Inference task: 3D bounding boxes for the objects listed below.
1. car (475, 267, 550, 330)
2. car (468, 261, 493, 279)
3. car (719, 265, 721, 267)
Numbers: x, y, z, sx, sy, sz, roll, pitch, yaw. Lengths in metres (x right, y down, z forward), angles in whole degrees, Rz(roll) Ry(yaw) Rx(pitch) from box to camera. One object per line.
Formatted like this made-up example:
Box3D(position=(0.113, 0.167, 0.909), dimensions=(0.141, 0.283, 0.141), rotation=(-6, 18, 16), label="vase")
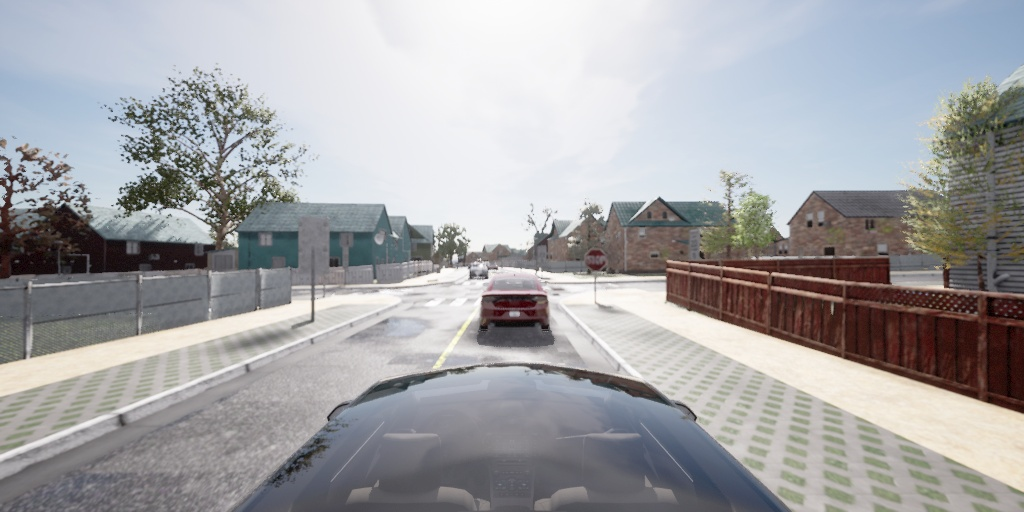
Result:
Box3D(position=(0.082, 1.277, 11.312), dimensions=(1.882, 1.535, 5.008), rotation=(0, 0, 0), label="car")
Box3D(position=(-3.275, 1.492, 35.823), dimensions=(2.128, 1.511, 4.902), rotation=(0, 0, -3), label="car")
Box3D(position=(14.827, 0.971, 23.358), dimensions=(4.902, 1.511, 2.128), rotation=(-1, -1, 0), label="car")
